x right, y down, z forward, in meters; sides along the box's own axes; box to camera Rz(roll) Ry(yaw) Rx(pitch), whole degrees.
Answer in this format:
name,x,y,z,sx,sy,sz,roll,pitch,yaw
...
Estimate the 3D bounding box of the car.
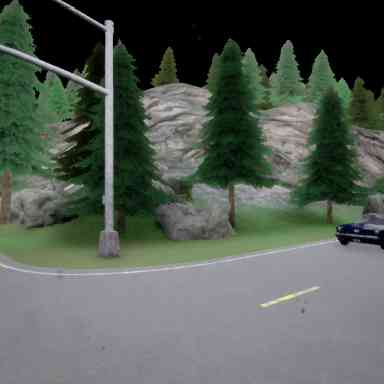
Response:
name,x,y,z,sx,sy,sz,roll,pitch,yaw
car,8.198,1.610,14.516,4.718,1.301,1.895,0,0,-39
